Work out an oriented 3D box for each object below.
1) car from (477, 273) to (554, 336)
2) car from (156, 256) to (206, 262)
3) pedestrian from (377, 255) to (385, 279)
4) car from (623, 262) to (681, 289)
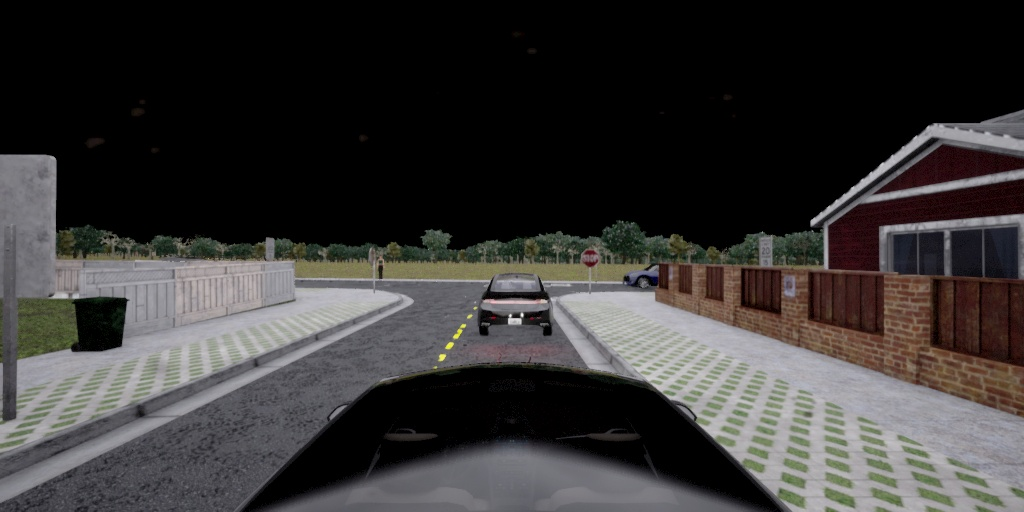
[{"bbox_3d":[0.135,1.242,10.390,2.128,1.511,4.902,0,0,2],"label":"car"},{"bbox_3d":[-22.381,0.841,23.623,4.553,1.767,2.097,1,0,-1],"label":"car"},{"bbox_3d":[-9.742,0.816,26.615,0.375,1.860,0.375,0,-1,0],"label":"pedestrian"},{"bbox_3d":[9.790,1.250,23.856,4.553,1.767,2.097,1,0,-1],"label":"car"}]
